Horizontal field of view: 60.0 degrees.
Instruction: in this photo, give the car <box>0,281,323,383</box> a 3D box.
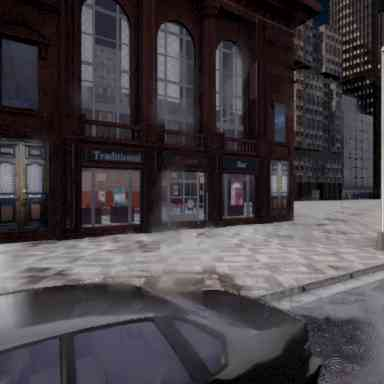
[{"bbox_3d":[-1.255,1.547,2.483,5.357,1.411,2.033,0,0,-36],"label":"car"}]
